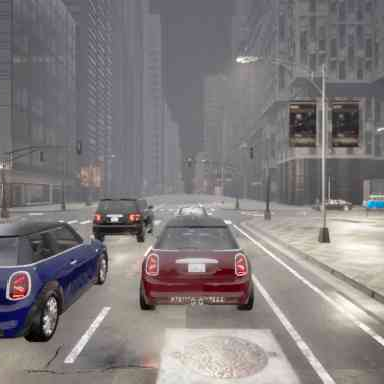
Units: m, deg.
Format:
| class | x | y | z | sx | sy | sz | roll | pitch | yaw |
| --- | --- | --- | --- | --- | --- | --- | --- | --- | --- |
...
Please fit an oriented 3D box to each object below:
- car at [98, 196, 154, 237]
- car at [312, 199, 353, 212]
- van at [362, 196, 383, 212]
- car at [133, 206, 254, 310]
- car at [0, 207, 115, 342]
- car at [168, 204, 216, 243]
| class | x | y | z | sx | sy | sz | roll | pitch | yaw |
| --- | --- | --- | --- | --- | --- | --- | --- | --- | --- |
| car | -3.186 | 1.222 | 16.341 | 2.150 | 2.045 | 5.566 | 0 | 0 | 0 |
| car | 15.793 | 1.513 | 37.554 | 4.403 | 1.369 | 2.008 | 0 | 0 | 0 |
| van | 21.411 | 1.292 | 37.542 | 3.998 | 1.788 | 1.690 | 0 | 0 | 0 |
| car | 0.082 | 1.352 | 7.949 | 2.097 | 1.767 | 4.553 | 0 | 0 | 0 |
| car | -3.165 | 1.352 | 6.629 | 2.097 | 1.767 | 4.553 | 0 | 0 | 0 |
| car | 0.052 | 1.491 | 17.136 | 2.128 | 1.511 | 4.902 | 0 | 0 | 2 |
